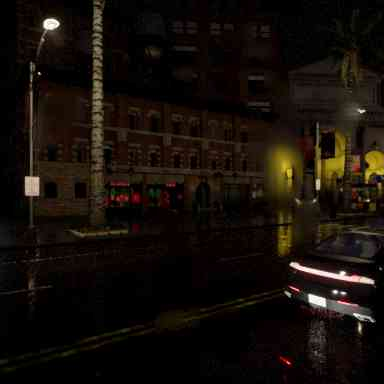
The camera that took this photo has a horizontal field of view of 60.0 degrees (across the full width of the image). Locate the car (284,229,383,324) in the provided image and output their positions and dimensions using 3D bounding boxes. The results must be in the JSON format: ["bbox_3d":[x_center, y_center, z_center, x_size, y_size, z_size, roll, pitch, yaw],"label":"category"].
[{"bbox_3d":[3.951,1.492,6.628,4.902,1.511,2.128,0,0,-35],"label":"car"}]
